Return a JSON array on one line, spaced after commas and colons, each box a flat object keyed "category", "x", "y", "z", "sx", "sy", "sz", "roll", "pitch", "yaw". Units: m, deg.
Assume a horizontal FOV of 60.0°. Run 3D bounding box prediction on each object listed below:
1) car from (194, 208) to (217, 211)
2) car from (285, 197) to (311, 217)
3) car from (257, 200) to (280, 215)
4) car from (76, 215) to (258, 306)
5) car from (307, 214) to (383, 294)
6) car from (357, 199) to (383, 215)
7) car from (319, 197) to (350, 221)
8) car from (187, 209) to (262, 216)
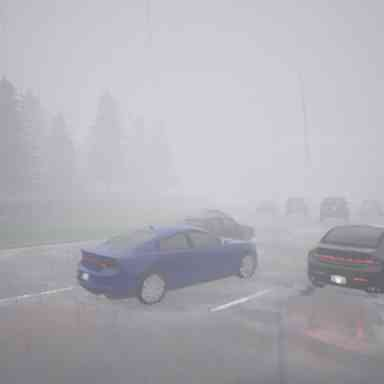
[{"category": "car", "x": 1.103, "y": 1.757, "z": 21.296, "sx": 1.812, "sy": 1.442, "sz": 4.674, "roll": 0, "pitch": -1, "yaw": 31}, {"category": "car", "x": 11.217, "y": 1.513, "z": 35.198, "sx": 2.150, "sy": 2.045, "sz": 5.566, "roll": -1, "pitch": -1, "yaw": 23}, {"category": "car", "x": 8.953, "y": 1.707, "z": 38.865, "sx": 2.097, "sy": 1.767, "sz": 4.553, "roll": -1, "pitch": -1, "yaw": 23}, {"category": "car", "x": -0.345, "y": 1.580, "z": 8.468, "sx": 5.008, "sy": 1.535, "sz": 1.882, "roll": 0, "pitch": 0, "yaw": -42}, {"category": "car", "x": 4.657, "y": 1.563, "z": 8.660, "sx": 1.837, "sy": 1.490, "sz": 4.892, "roll": 0, "pitch": 0, "yaw": 42}, {"category": "car", "x": 18.976, "y": 1.579, "z": 35.630, "sx": 2.097, "sy": 1.767, "sz": 4.553, "roll": -1, "pitch": -1, "yaw": 23}, {"category": "car", "x": 12.040, "y": 1.428, "z": 28.157, "sx": 2.150, "sy": 2.045, "sz": 5.566, "roll": -1, "pitch": -1, "yaw": 23}, {"category": "car", "x": 0.776, "y": 1.705, "z": 14.385, "sx": 2.033, "sy": 1.411, "sz": 5.357, "roll": -1, "pitch": -1, "yaw": 38}]
